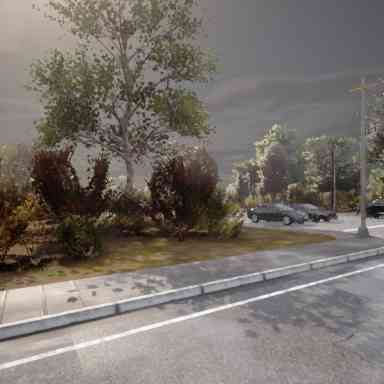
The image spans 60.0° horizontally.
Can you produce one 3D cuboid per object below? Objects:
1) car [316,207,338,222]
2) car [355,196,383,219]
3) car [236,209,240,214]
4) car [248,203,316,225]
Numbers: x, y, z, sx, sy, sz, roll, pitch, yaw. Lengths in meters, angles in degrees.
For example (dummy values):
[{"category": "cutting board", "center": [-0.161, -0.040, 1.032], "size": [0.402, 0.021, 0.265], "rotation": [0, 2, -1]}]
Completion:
[{"category": "car", "center": [8.988, 1.640, 27.145], "size": [2.033, 1.411, 5.357], "rotation": [0, -1, -39]}, {"category": "car", "center": [16.859, 1.274, 28.085], "size": [2.150, 2.045, 5.566], "rotation": [-1, 0, -37]}, {"category": "car", "center": [2.361, 1.468, 34.888], "size": [2.150, 2.045, 5.566], "rotation": [0, -1, -43]}, {"category": "car", "center": [6.328, 1.596, 24.820], "size": [1.837, 1.490, 4.892], "rotation": [0, -1, -39]}]
